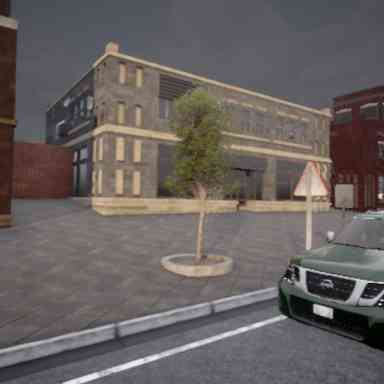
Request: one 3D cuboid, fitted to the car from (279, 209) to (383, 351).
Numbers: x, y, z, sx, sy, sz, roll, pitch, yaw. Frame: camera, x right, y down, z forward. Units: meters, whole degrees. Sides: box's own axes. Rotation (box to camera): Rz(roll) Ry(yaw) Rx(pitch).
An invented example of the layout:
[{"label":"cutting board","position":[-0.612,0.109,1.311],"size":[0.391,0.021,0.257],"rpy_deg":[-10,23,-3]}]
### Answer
[{"label":"car","position":[4.101,1.358,6.296],"size":[5.566,2.045,2.150],"rpy_deg":[1,-1,-35]}]
